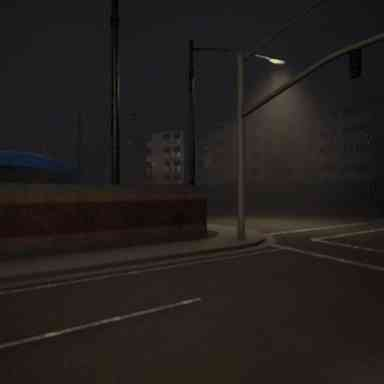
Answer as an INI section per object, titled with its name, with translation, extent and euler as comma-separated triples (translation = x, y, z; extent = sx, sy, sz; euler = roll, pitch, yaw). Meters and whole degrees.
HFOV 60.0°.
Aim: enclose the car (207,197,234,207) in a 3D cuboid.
[car]
translation = 3.981, 1.397, 47.539
extent = 4.181, 1.385, 1.994
euler = 0, 0, 43
